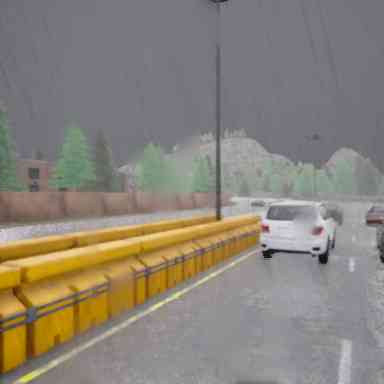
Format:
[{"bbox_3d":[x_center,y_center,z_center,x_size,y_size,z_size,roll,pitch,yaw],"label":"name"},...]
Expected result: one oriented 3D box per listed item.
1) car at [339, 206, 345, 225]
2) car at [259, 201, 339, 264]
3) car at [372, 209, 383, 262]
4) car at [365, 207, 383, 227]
[{"bbox_3d":[11.253,1.765,27.049,1.837,1.490,4.892,0,0,27],"label":"car"},{"bbox_3d":[4.194,1.348,12.754,2.150,2.045,5.566,0,0,26],"label":"car"},{"bbox_3d":[7.760,1.621,12.049,1.837,1.490,4.892,0,0,27],"label":"car"},{"bbox_3d":[14.369,1.804,25.459,1.994,1.385,4.181,0,-1,27],"label":"car"}]
